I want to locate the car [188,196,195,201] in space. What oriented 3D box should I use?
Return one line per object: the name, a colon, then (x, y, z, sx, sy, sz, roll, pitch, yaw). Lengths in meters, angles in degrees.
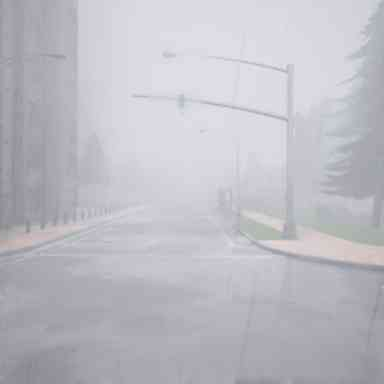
car: (-0.070, 1.664, 92.053, 1.895, 1.301, 4.718, 0, 0, 0)
